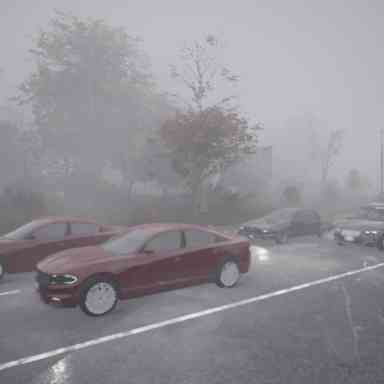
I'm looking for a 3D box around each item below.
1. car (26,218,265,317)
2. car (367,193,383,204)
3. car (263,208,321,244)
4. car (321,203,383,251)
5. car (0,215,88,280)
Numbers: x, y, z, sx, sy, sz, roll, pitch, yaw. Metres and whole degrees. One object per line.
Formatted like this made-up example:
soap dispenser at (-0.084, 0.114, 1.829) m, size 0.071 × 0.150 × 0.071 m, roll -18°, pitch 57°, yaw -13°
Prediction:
car at (-0.840, 1.474, 7.633) m, size 5.008 × 1.535 × 1.882 m, roll 0°, pitch 0°, yaw -35°
car at (13.133, 1.049, 21.839) m, size 5.566 × 2.045 × 2.150 m, roll -1°, pitch 1°, yaw -35°
car at (4.693, 1.498, 15.820) m, size 5.357 × 1.411 × 2.033 m, roll -1°, pitch 0°, yaw -35°
car at (7.813, 1.430, 13.736) m, size 4.902 × 1.511 × 2.128 m, roll -1°, pitch 0°, yaw -35°
car at (-4.066, 1.477, 9.642) m, size 5.008 × 1.535 × 1.882 m, roll 0°, pitch 0°, yaw -35°
